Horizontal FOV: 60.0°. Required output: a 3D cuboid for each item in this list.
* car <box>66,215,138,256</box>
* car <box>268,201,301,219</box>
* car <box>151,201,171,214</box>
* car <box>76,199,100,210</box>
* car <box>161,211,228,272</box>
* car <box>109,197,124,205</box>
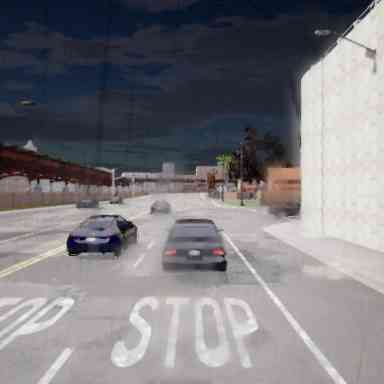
[{"bbox_3d":[-3.415,1.598,13.330,1.994,1.385,4.181,0,0,0],"label":"car"},{"bbox_3d":[9.168,1.579,29.124,4.892,1.490,1.837,0,-1,1],"label":"car"},{"bbox_3d":[-3.399,1.658,36.845,1.994,1.385,4.181,0,0,0],"label":"car"},{"bbox_3d":[-14.093,1.664,45.273,2.033,1.411,5.357,0,0,0],"label":"car"},{"bbox_3d":[0.077,1.575,10.797,2.033,1.411,5.357,0,0,0],"label":"car"},{"bbox_3d":[-14.024,1.663,61.867,1.837,1.490,4.892,0,0,1],"label":"car"}]
